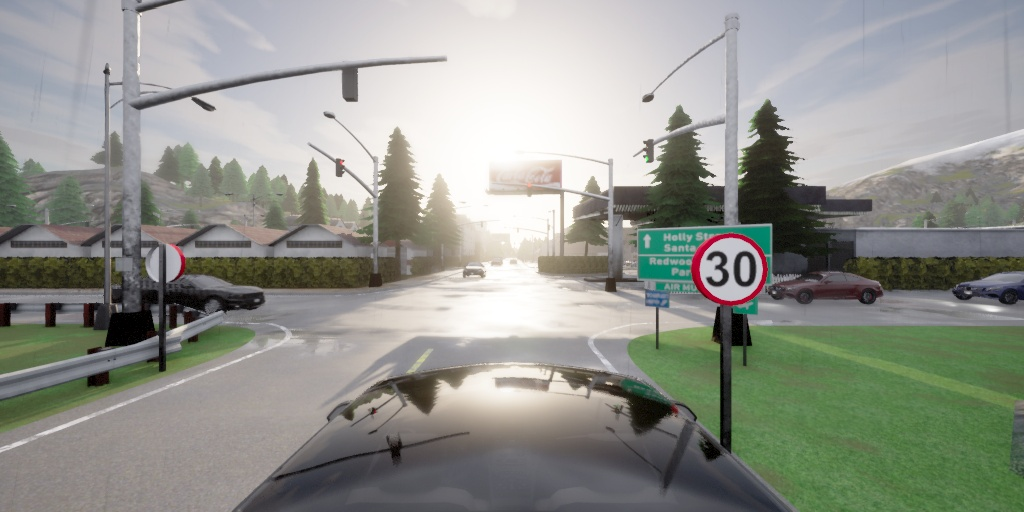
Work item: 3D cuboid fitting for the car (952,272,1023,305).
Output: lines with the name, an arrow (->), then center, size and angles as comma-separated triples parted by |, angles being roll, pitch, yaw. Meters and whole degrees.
car -> 23.931, 1.467, 16.947 | 4.674, 1.442, 1.812 | 0, 0, 1

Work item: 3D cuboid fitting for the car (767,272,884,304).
car -> 14.797, 1.467, 17.039 | 4.674, 1.442, 1.812 | 0, 0, 0

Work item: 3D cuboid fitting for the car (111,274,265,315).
car -> -12.198, 1.419, 13.659 | 5.008, 1.535, 1.882 | 0, 0, 1

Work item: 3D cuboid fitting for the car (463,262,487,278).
car -> -3.469, 1.291, 33.817 | 1.812, 1.442, 4.674 | 1, -1, 0
